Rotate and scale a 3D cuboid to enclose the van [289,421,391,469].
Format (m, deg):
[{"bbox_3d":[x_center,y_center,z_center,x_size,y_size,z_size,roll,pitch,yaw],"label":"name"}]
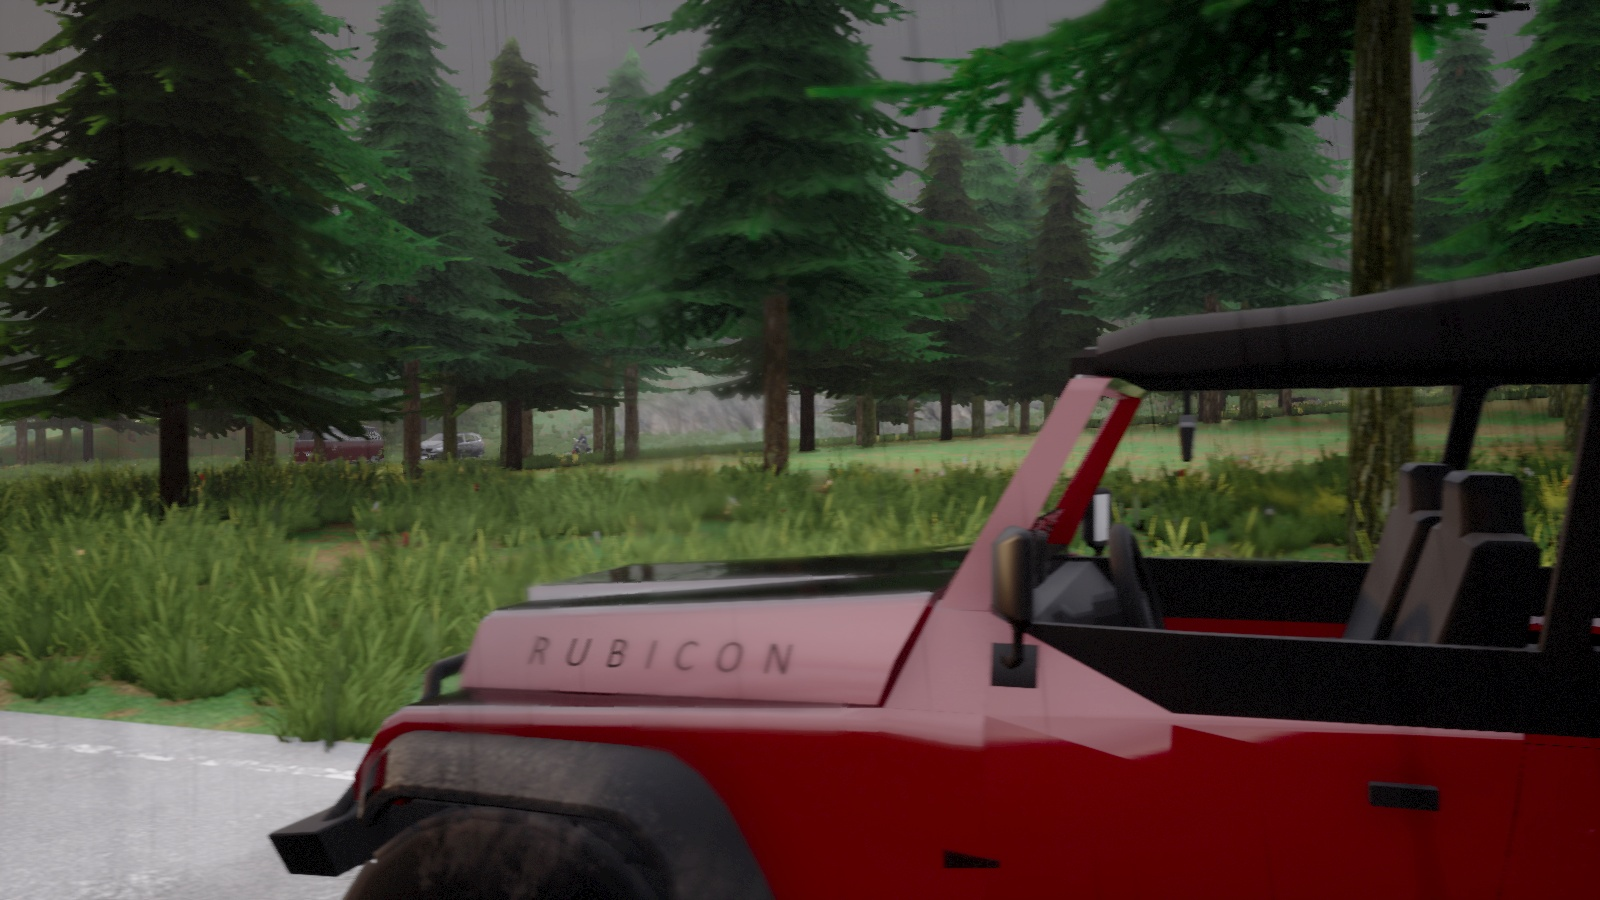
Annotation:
[{"bbox_3d":[-19.966,-0.232,54.701,1.775,1.987,4.442,1,1,18],"label":"van"}]

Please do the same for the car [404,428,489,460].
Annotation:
[{"bbox_3d":[-19.030,-0.348,67.903,2.242,1.667,4.611,1,1,18],"label":"car"}]

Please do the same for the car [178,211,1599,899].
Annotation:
[{"bbox_3d":[0.842,0.579,2.907,3.866,1.878,1.905,1,1,19],"label":"car"}]
